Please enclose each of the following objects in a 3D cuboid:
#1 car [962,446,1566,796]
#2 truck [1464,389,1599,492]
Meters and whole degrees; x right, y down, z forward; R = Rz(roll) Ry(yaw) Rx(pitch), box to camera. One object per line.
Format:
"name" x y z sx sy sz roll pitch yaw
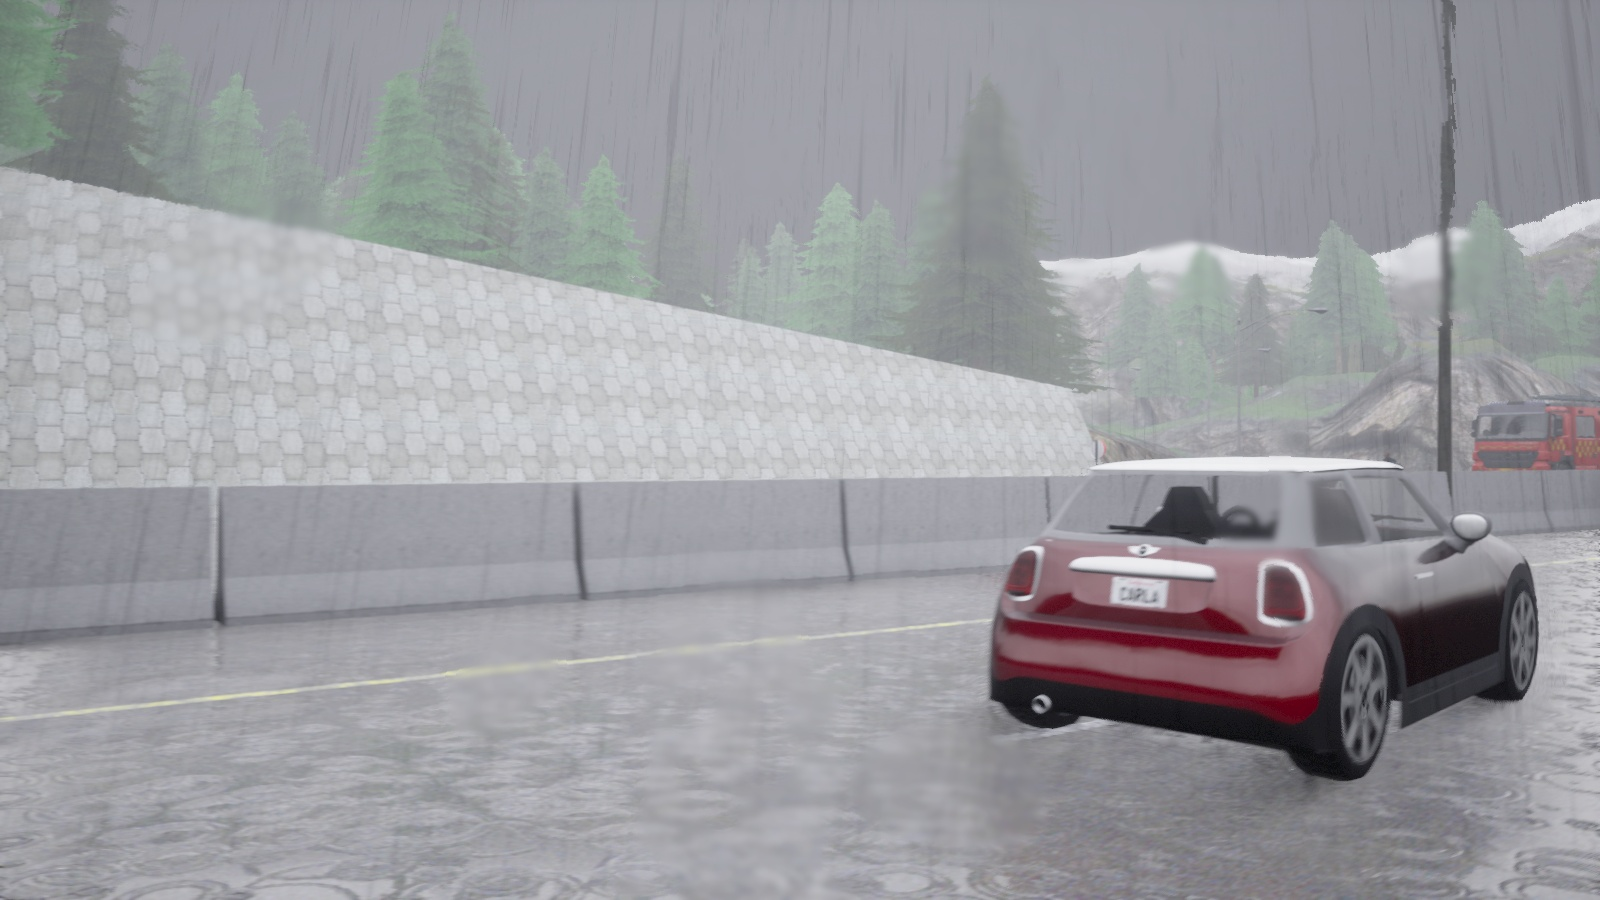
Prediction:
"car" 2.882 0.722 7.341 1.970 1.475 3.806 0 0 43
"truck" 30.266 -0.360 50.315 8.468 3.827 2.891 0 0 -35
